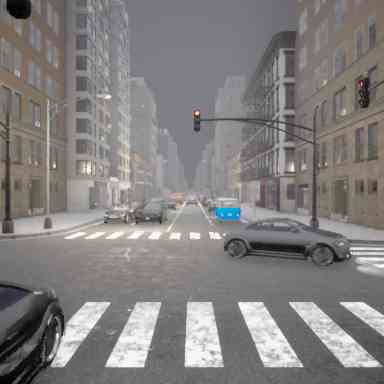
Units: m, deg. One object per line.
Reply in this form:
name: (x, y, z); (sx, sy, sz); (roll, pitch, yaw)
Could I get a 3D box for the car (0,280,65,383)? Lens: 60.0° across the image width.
car: (-2.752, 1.578, 2.936); (1.994, 1.385, 4.181); (0, 0, 0)

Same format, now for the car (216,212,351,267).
car: (3.183, 1.592, 11.475); (4.181, 1.385, 1.994); (0, 0, 25)

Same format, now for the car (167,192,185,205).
car: (-2.770, 1.207, 58.739); (2.150, 2.045, 5.566); (0, 0, 0)

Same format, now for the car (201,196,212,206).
car: (2.624, 1.576, 47.714); (1.802, 1.307, 4.206); (0, 0, 0)

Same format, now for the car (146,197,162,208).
car: (-5.401, 1.519, 47.536); (1.752, 1.417, 4.829); (0, 0, 0)

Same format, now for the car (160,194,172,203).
car: (-5.407, 1.292, 70.432); (2.192, 1.841, 5.009); (0, 0, 0)

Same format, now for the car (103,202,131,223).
car: (-5.395, 1.549, 24.978); (2.008, 1.369, 4.403); (0, 0, 0)

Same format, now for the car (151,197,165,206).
car: (-5.402, 1.556, 53.388); (1.947, 1.339, 4.313); (0, 0, 0)

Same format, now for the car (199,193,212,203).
car: (2.623, 1.305, 53.395); (2.192, 1.841, 5.009); (0, 0, 0)

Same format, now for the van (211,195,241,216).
van: (2.630, 1.340, 24.989); (1.690, 1.788, 3.998); (0, 0, 0)

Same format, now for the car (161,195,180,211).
car: (-2.852, 1.503, 40.607); (1.837, 1.490, 4.892); (0, 0, 0)

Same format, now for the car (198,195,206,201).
car: (2.614, 1.530, 87.483); (1.947, 1.339, 4.313); (0, 0, 0)

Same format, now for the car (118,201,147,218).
car: (-5.397, 1.543, 30.660); (1.887, 1.381, 4.507); (0, 0, 0)

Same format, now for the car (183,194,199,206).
car: (-0.015, 1.536, 54.701); (2.033, 1.411, 5.357); (0, 0, 0)

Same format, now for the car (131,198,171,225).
car: (-2.884, 1.476, 24.329); (1.882, 1.535, 5.008); (0, 0, 1)

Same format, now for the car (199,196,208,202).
car: (2.617, 1.524, 76.120); (2.008, 1.369, 4.403); (0, 0, 0)

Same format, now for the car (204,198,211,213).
car: (2.627, 1.580, 36.351); (1.802, 1.307, 4.206); (0, 0, 0)
